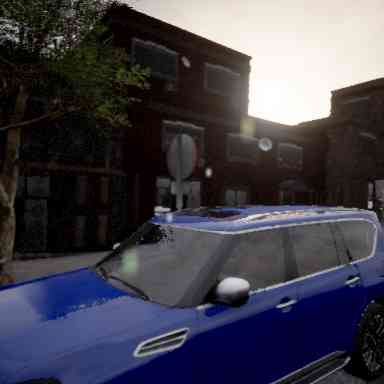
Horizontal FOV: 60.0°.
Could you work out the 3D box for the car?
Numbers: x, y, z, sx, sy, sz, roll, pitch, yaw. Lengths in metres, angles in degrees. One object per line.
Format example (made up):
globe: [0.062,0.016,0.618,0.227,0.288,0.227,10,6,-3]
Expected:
car: [0.345,1.223,3.929,5.566,2.045,2.150,0,0,-35]
